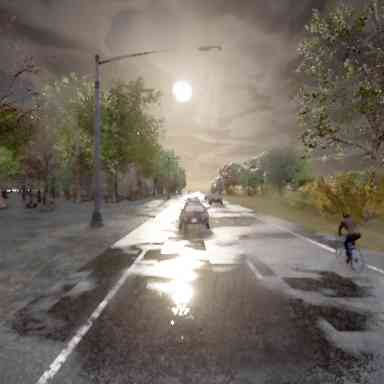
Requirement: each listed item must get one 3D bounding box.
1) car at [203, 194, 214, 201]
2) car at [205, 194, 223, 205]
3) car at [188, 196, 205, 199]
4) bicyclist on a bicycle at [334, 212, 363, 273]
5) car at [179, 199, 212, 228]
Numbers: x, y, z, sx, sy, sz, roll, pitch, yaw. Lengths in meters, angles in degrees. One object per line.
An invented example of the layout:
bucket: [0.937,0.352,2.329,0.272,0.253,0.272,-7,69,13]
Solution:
car: [3.627,1.179,73.441,2.033,1.411,5.357,0,0,0]
car: [3.695,1.088,53.294,2.097,1.767,4.553,0,0,0]
car: [0.169,1.343,40.835,2.033,1.411,5.357,0,0,0]
bicyclist on a bicycle: [4.480,1.407,9.536,0.582,1.620,1.656,0,0,0]
car: [0.132,1.419,21.157,1.812,1.442,4.674,0,0,0]
